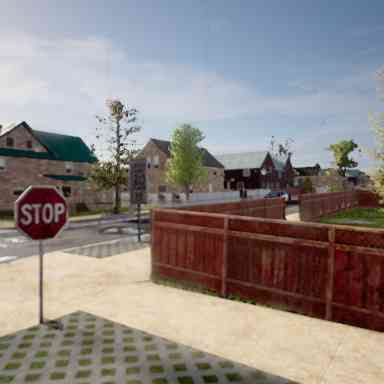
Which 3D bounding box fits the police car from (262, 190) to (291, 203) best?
[{"bbox_3d":[9.523,0.604,37.690,2.038,1.542,4.974,-1,1,36],"label":"police car"}]
